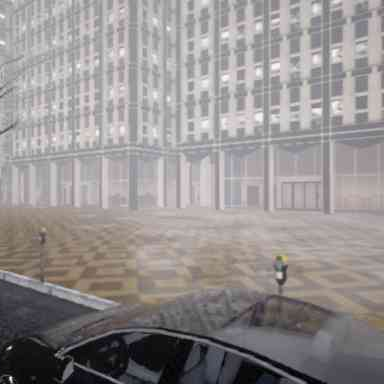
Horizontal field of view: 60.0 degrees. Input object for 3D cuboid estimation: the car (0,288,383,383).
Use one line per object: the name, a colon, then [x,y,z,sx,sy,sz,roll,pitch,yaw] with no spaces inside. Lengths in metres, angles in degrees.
car: [0.066,1.563,2.829,4.313,1.339,1.947,0,0,36]
